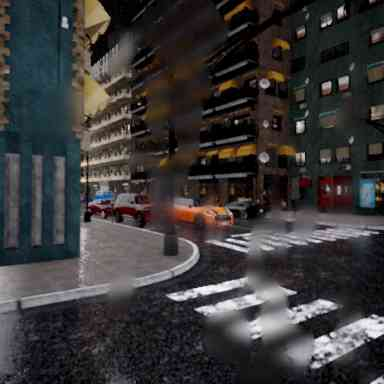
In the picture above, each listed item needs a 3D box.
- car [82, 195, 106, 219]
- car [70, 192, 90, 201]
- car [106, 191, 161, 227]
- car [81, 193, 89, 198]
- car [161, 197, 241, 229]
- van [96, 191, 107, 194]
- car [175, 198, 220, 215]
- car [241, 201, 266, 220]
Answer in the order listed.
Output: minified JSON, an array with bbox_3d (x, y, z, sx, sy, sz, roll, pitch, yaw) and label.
[{"bbox_3d":[-6.383,1.176,24.903,1.887,1.381,4.507,2,0,-36],"label":"car"},{"bbox_3d":[-19.173,0.757,56.858,1.887,1.381,4.507,2,0,-36],"label":"car"},{"bbox_3d":[-3.110,1.027,20.392,2.192,1.841,5.009,2,0,-36],"label":"car"},{"bbox_3d":[-15.666,0.879,47.502,2.033,1.411,5.357,1,1,-36],"label":"car"},{"bbox_3d":[0.402,1.118,19.975,2.097,1.767,4.553,1,1,-37],"label":"car"},{"bbox_3d":[-12.635,0.714,47.835,1.690,1.788,3.998,2,0,-36],"label":"van"},{"bbox_3d":[0.427,1.276,29.786,1.802,1.307,4.206,2,0,-36],"label":"car"},{"bbox_3d":[3.694,1.341,25.274,1.947,1.339,4.313,2,0,-36],"label":"car"}]
